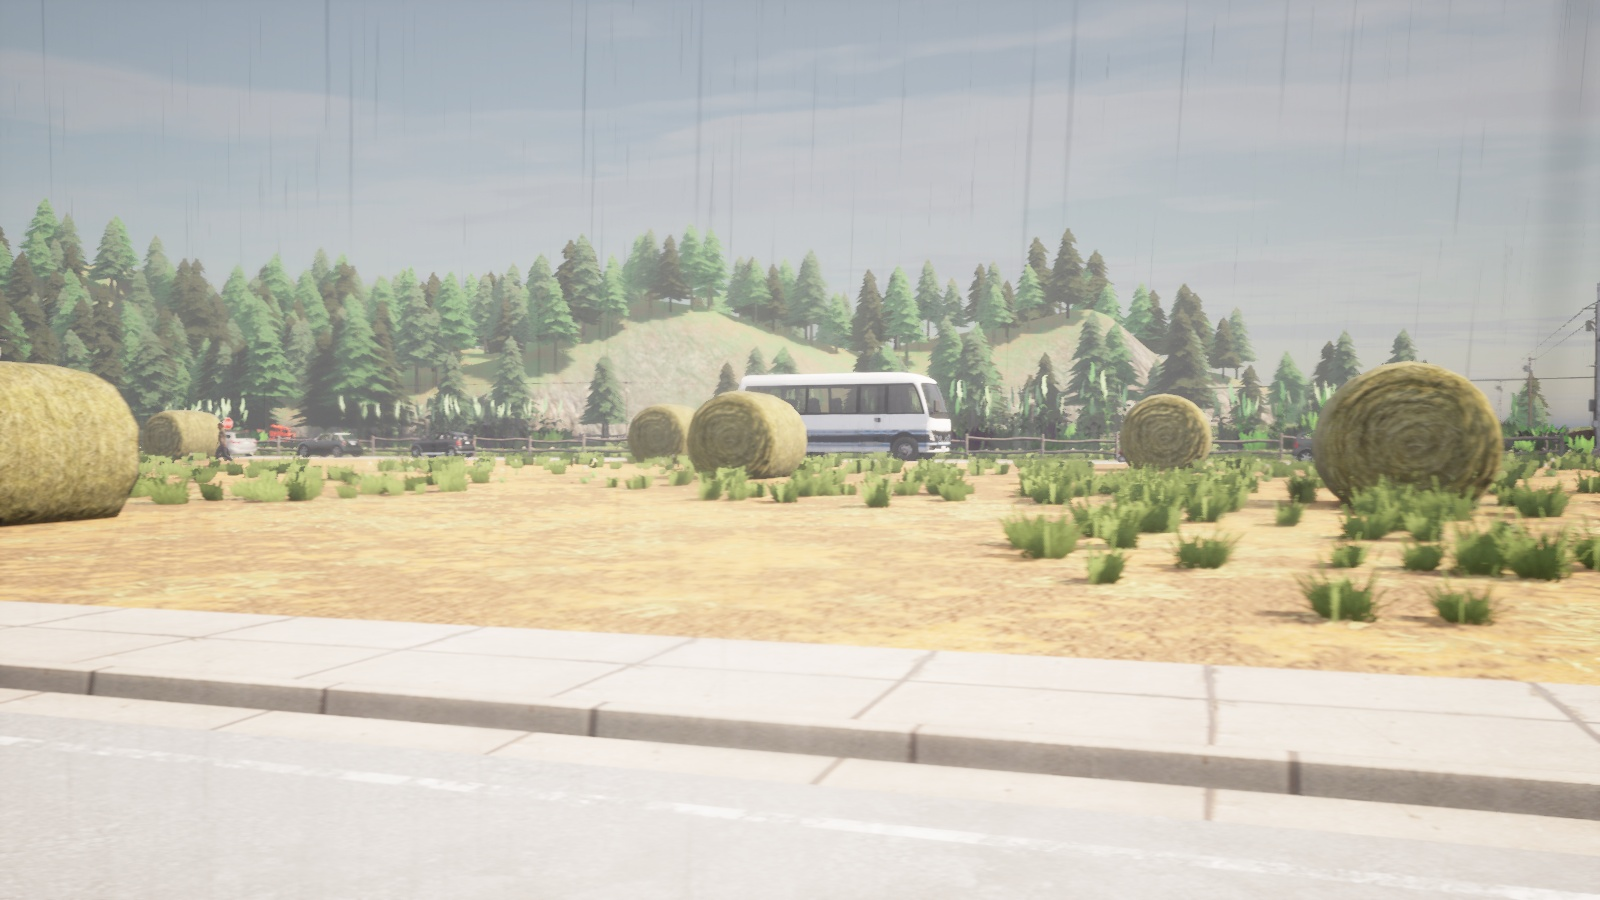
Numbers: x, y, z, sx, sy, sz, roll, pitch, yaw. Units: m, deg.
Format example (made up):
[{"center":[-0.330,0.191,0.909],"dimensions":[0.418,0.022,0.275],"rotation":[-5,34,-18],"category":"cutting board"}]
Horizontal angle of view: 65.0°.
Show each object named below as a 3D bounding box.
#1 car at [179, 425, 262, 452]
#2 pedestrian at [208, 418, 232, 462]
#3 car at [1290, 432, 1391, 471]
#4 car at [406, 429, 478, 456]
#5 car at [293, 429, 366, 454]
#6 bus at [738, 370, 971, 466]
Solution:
[{"center":[-36.779,-0.734,79.680],"dimensions":[4.611,1.667,2.242],"rotation":[1,1,23],"category":"car"},{"center":[-23.783,-0.424,51.498],"dimensions":[0.869,1.805,0.328],"rotation":[0,1,-27],"category":"pedestrian"},{"center":[22.160,0.053,51.584],"dimensions":[3.705,1.549,1.789],"rotation":[1,1,23],"category":"car"},{"center":[-20.841,-0.447,73.109],"dimensions":[3.705,1.549,1.789],"rotation":[0,1,22],"category":"car"},{"center":[-28.597,-0.531,76.308],"dimensions":[3.806,1.475,1.970],"rotation":[1,1,22],"category":"car"},{"center":[2.568,-1.499,59.646],"dimensions":[10.273,4.253,3.944],"rotation":[1,1,22],"category":"bus"}]
